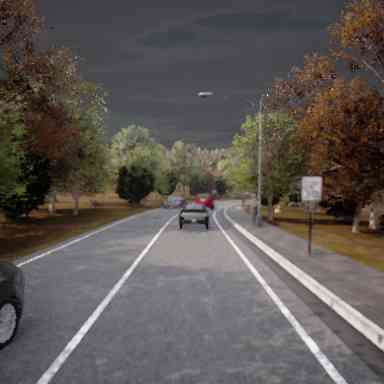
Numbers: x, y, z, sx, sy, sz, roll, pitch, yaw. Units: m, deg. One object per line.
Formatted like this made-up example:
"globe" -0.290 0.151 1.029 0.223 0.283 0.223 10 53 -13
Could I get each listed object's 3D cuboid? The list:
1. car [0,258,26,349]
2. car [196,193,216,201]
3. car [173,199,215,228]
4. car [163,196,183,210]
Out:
"car" -3.589 1.499 3.418 1.837 1.490 4.892 0 0 0
"car" 1.720 1.153 42.238 2.150 2.045 5.566 1 0 8
"car" 0.157 1.445 21.605 2.128 1.511 4.902 0 0 1
"car" -2.127 1.242 41.156 2.097 1.767 4.553 1 0 8
